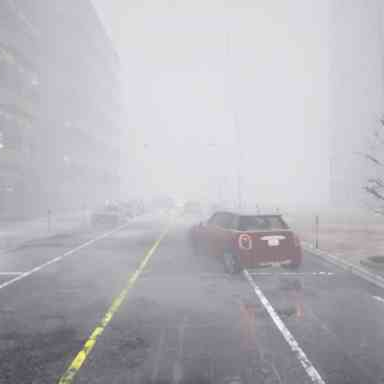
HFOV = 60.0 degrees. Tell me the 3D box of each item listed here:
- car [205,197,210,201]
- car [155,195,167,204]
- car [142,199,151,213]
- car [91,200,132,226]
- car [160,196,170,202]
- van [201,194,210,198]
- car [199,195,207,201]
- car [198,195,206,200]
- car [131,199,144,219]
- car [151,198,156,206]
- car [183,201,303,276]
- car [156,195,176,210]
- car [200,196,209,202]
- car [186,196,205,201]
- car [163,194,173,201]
[{"bbox_3d":[2.658,1.537,34.403,2.008,1.369,4.403,1,0,0],"label":"car"},{"bbox_3d":[-5.761,1.418,62.242,1.967,1.590,4.097,1,0,0],"label":"car"},{"bbox_3d":[-5.721,1.426,34.394,1.967,1.590,4.097,1,0,0],"label":"car"},{"bbox_3d":[-5.708,1.535,23.254,1.887,1.381,4.507,1,0,0],"label":"car"},{"bbox_3d":[-5.852,1.557,73.381,1.802,1.307,4.206,1,0,0],"label":"car"},{"bbox_3d":[2.648,1.318,65.640,1.690,1.788,3.998,1,0,0],"label":"van"},{"bbox_3d":[2.723,1.524,84.532,2.008,1.369,4.403,1,0,0],"label":"car"},{"bbox_3d":[2.716,1.523,90.102,2.008,1.369,4.403,1,0,0],"label":"car"},{"bbox_3d":[-5.715,1.554,28.824,1.947,1.339,4.313,1,0,0],"label":"car"},{"bbox_3d":[-5.744,1.563,51.103,1.802,1.307,4.206,1,0,0],"label":"car"},{"bbox_3d":[1.439,1.347,10.727,2.097,1.767,4.553,0,0,-19],"label":"car"},{"bbox_3d":[-3.143,1.488,43.259,1.837,1.490,4.892,0,0,0],"label":"car"},{"bbox_3d":[2.691,1.520,74.101,1.887,1.381,4.507,1,0,0],"label":"car"},{"bbox_3d":[0.054,1.463,34.481,1.882,1.535,5.008,0,0,0],"label":"car"},{"bbox_3d":[-5.911,1.413,82.285,1.967,1.590,4.097,1,0,0],"label":"car"}]
